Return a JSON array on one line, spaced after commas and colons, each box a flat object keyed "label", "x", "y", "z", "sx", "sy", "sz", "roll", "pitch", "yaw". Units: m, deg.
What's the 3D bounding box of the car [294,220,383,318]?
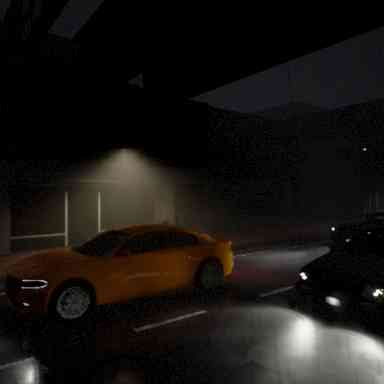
[{"label": "car", "x": 4.629, "y": 1.548, "z": 7.490, "sx": 5.357, "sy": 1.411, "sz": 2.033, "roll": 0, "pitch": 0, "yaw": -37}]

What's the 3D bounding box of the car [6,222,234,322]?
[{"label": "car", "x": -1.298, "y": 1.478, "z": 7.418, "sx": 5.008, "sy": 1.535, "sz": 1.882, "roll": 0, "pitch": 0, "yaw": -37}]

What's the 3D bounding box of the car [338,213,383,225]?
[{"label": "car", "x": 7.935, "y": 1.601, "z": 14.337, "sx": 4.718, "sy": 1.301, "sz": 1.895, "roll": 0, "pitch": 0, "yaw": -37}]
